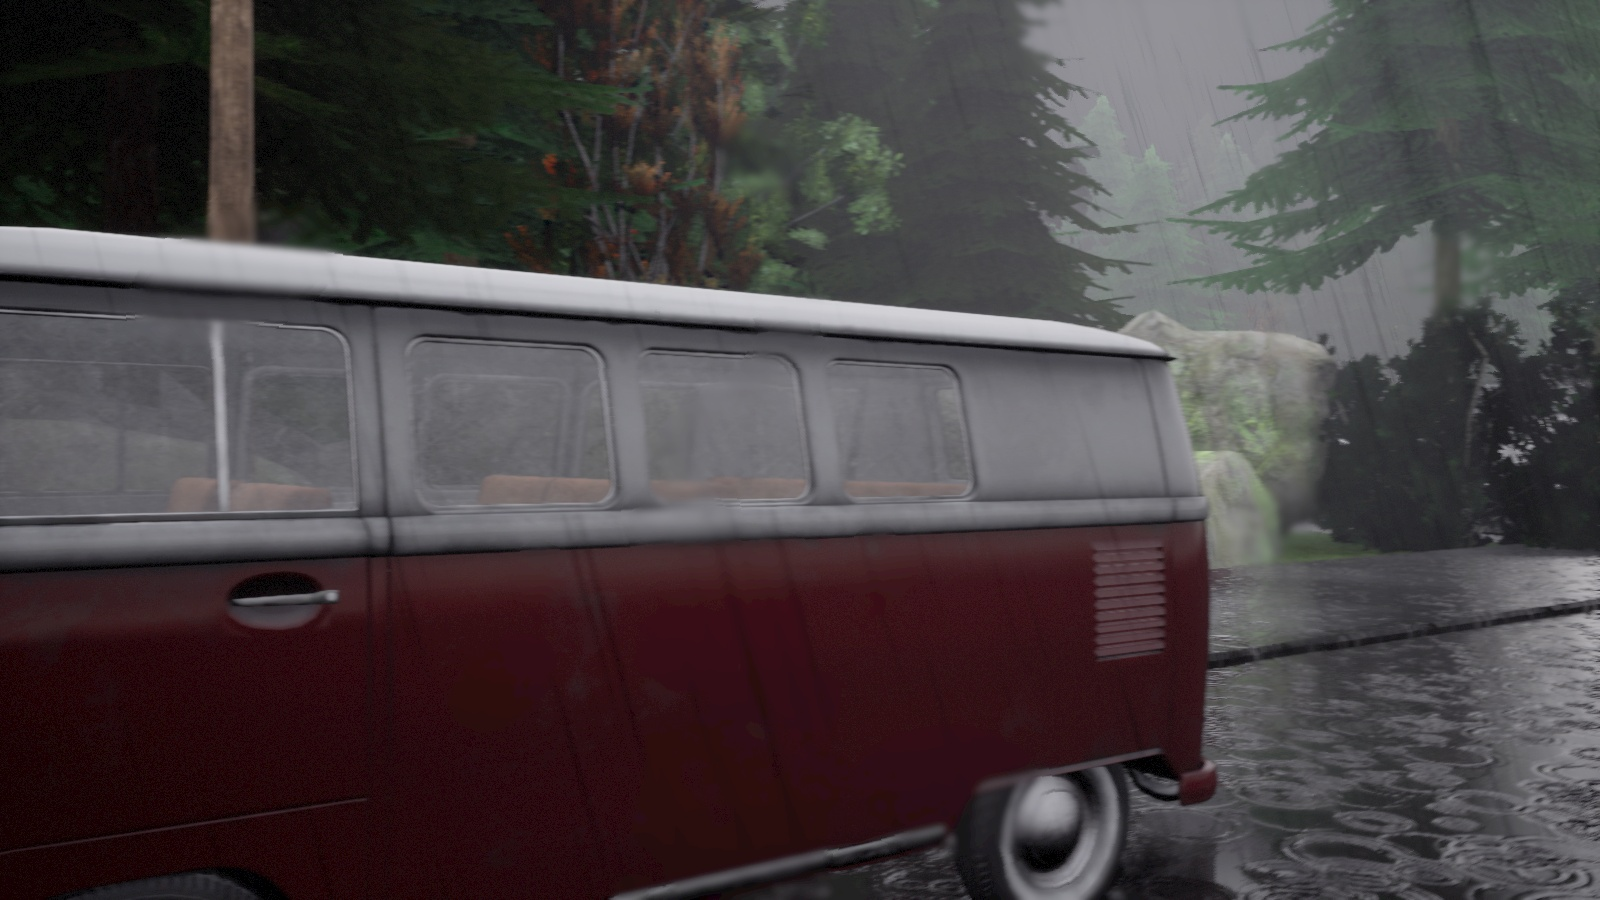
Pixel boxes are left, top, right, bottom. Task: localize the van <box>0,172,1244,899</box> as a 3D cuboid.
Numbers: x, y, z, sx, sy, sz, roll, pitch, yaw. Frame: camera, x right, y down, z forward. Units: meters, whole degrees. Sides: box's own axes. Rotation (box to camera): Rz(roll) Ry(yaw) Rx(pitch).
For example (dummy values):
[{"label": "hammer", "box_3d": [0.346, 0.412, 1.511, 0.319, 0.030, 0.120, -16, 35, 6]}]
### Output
[{"label": "van", "box_3d": [-0.837, 0.509, 3.686, 4.442, 1.987, 1.775, 0, 0, -35]}]
